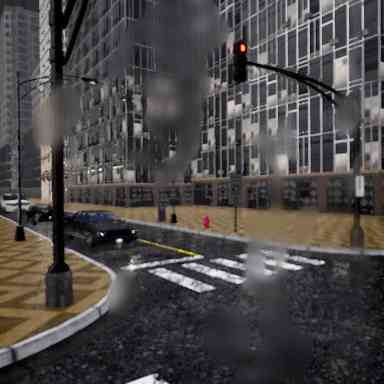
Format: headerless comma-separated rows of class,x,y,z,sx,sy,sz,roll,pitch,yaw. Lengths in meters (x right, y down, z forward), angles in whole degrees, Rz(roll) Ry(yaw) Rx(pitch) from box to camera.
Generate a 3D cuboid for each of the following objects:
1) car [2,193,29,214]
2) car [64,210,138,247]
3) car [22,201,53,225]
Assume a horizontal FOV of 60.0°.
car,-18.843,1.201,35.516,2.150,2.045,5.566,-1,2,-35
car,-4.457,1.554,15.484,2.033,1.411,5.357,-1,0,-36
car,-10.769,1.563,24.269,1.994,1.385,4.181,-1,1,-36
